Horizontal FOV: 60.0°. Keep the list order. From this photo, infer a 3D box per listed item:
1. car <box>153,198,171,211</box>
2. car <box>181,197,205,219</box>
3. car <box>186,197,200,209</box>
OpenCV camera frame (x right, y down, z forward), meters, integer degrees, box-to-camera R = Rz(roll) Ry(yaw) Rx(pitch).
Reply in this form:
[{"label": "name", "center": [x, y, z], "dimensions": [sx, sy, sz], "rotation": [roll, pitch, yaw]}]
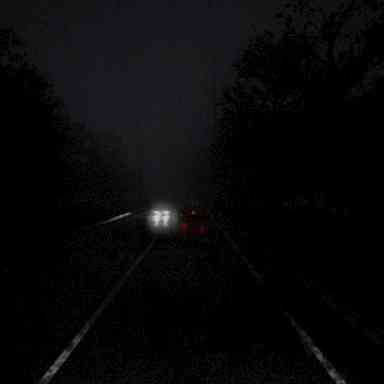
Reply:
[{"label": "car", "center": [-3.562, 1.454, 40.600], "dimensions": [2.128, 1.511, 4.902], "rotation": [0, 0, 0]}, {"label": "car", "center": [0.107, 1.460, 28.840], "dimensions": [1.882, 1.535, 5.008], "rotation": [0, 0, 0]}, {"label": "car", "center": [0.111, 1.454, 44.503], "dimensions": [1.837, 1.490, 4.892], "rotation": [0, 0, 0]}]
